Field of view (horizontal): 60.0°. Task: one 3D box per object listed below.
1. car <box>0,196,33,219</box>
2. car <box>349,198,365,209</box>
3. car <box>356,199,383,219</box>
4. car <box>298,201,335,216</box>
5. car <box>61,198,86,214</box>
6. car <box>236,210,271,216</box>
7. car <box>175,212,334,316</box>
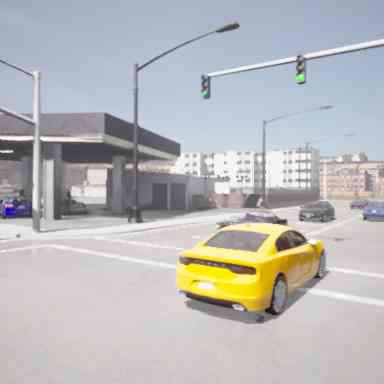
[{"bbox_3d":[-14.490,1.160,26.146,4.611,1.667,2.242,0,0,36],"label":"car"},{"bbox_3d":[21.874,1.515,43.254,2.033,1.411,5.357,0,0,35],"label":"car"},{"bbox_3d":[15.438,1.533,27.671,2.033,1.411,5.357,0,0,35],"label":"car"},{"bbox_3d":[9.620,1.471,25.575,1.837,1.490,4.892,0,0,35],"label":"car"},{"bbox_3d":[-11.772,1.317,31.265,3.806,1.475,1.970,0,0,36],"label":"car"},{"bbox_3d":[2.879,1.568,15.742,1.895,1.301,4.718,0,0,34],"label":"car"},{"bbox_3d":[1.653,1.471,7.742,1.882,1.535,5.008,0,0,35],"label":"car"}]
